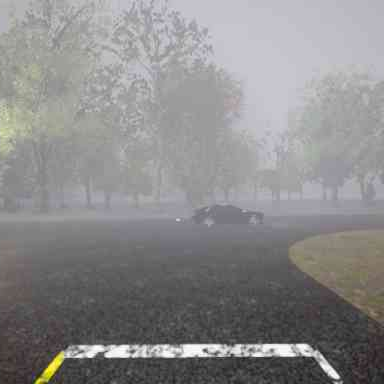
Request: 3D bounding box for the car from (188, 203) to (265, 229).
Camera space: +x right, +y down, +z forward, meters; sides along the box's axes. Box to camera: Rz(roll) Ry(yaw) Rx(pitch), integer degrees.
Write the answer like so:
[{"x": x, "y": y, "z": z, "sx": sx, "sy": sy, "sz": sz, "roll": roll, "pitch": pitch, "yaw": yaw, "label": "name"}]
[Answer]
[{"x": 2.198, "y": 1.460, "z": 21.177, "sx": 4.892, "sy": 1.490, "sz": 1.837, "roll": 0, "pitch": 1, "yaw": -9, "label": "car"}]
